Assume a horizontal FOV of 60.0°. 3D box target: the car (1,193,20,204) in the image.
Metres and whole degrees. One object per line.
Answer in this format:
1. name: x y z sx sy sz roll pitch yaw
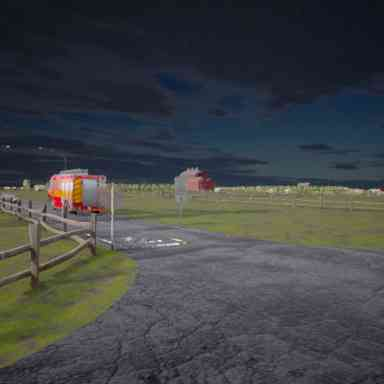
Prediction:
1. car: -24.932 0.848 45.563 2.128 1.511 4.902 1 0 -36

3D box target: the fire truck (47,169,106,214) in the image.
1. fire truck: -10.979 -0.017 31.160 2.891 3.827 8.468 1 0 -36
